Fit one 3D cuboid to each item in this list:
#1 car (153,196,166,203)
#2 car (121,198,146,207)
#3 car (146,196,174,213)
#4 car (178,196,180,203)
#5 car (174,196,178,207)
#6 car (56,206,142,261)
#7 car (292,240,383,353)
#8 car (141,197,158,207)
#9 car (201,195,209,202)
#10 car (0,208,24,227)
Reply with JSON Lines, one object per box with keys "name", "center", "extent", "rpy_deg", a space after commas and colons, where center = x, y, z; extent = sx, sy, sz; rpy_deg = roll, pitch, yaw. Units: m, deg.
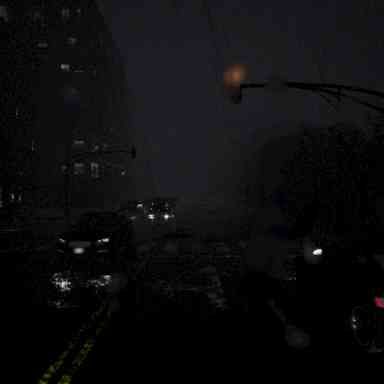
{"name": "car", "center": [-6.694, 1.520, 68.924], "extent": [2.128, 1.511, 4.902], "rpy_deg": [0, 0, 0]}
{"name": "car", "center": [-6.704, 1.551, 37.179], "extent": [2.033, 1.411, 5.357], "rpy_deg": [0, 0, 0]}
{"name": "car", "center": [-3.452, 1.356, 36.952], "extent": [2.097, 1.767, 4.553], "rpy_deg": [0, 0, 0]}
{"name": "car", "center": [-3.449, 1.530, 68.730], "extent": [1.837, 1.490, 4.892], "rpy_deg": [0, 0, 0]}
{"name": "car", "center": [-3.481, 1.536, 48.844], "extent": [1.812, 1.442, 4.674], "rpy_deg": [0, 0, -1]}
{"name": "car", "center": [-3.387, 1.489, 12.407], "extent": [2.128, 1.511, 4.902], "rpy_deg": [0, 0, 0]}
{"name": "car", "center": [3.334, 1.564, 6.151], "extent": [1.994, 1.385, 4.181], "rpy_deg": [0, 0, 0]}
{"name": "car", "center": [-6.741, 1.505, 53.293], "extent": [2.128, 1.511, 4.902], "rpy_deg": [0, 0, 0]}
{"name": "car", "center": [3.030, 1.510, 78.528], "extent": [1.882, 1.535, 5.008], "rpy_deg": [0, 0, 0]}
{"name": "car", "center": [-14.608, 1.766, 23.317], "extent": [4.718, 1.301, 1.895], "rpy_deg": [-1, 0, -6]}
